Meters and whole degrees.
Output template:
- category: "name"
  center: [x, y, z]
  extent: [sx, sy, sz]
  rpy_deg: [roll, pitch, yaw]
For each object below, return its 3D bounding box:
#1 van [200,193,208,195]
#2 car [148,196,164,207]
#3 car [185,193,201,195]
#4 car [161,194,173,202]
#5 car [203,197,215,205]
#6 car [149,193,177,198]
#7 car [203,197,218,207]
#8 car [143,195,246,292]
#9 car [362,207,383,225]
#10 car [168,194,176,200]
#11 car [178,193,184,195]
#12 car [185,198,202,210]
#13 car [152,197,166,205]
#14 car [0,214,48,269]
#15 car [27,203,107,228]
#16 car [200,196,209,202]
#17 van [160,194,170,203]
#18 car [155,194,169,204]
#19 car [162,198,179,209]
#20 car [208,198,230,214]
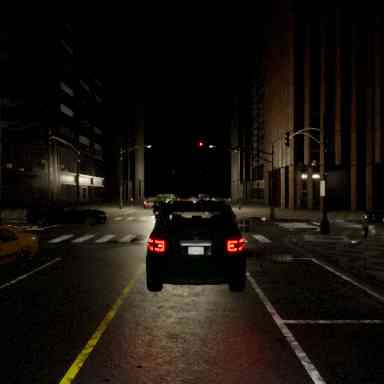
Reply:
- category: "van"
  center: [2.907, 1.363, 69.232]
  extent: [1.690, 1.788, 3.998]
  rpy_deg: [0, 0, 0]
- category: "car"
  center: [-5.653, 1.452, 52.405]
  extent: [1.967, 1.590, 4.097]
  rpy_deg: [0, 0, 0]
- category: "car"
  center: [0.163, 1.514, 68.326]
  extent: [2.128, 1.511, 4.902]
  rpy_deg: [0, 0, 1]
- category: "car"
  center: [-5.606, 1.341, 74.843]
  extent: [2.192, 1.841, 5.009]
  rpy_deg: [0, 0, 0]
- category: "car"
  center: [2.884, 1.580, 58.014]
  extent: [1.947, 1.339, 4.313]
  rpy_deg: [0, 0, 0]
- category: "car"
  center: [-2.996, 1.228, 36.619]
  extent: [2.150, 2.045, 5.566]
  rpy_deg: [0, 0, 0]
- category: "car"
  center: [2.872, 1.562, 52.405]
  extent: [2.008, 1.369, 4.403]
  rpy_deg: [0, 0, 0]
- category: "car"
  center: [0.098, 1.222, 9.086]
  extent: [2.150, 2.045, 5.566]
  rpy_deg: [0, 0, 0]
- category: "car"
  center: [14.853, 1.568, 23.832]
  extent: [4.892, 1.490, 1.837]
  rpy_deg: [0, 0, 0]
- category: "car"
  center: [-5.572, 1.483, 91.671]
  extent: [1.967, 1.590, 4.097]
  rpy_deg: [0, 0, 0]
- category: "car"
  center: [-2.913, 1.366, 56.369]
  extent: [2.097, 1.767, 4.553]
  rpy_deg: [0, 0, 1]
- category: "car"
  center: [0.194, 1.556, 44.173]
  extent: [2.033, 1.411, 5.357]
  rpy_deg: [0, 0, 0]
- category: "car"
  center: [-5.641, 1.565, 58.014]
  extent: [2.008, 1.369, 4.403]
  rpy_deg: [0, 0, 0]
- category: "car"
  center: [-5.743, 1.526, 8.632]
  extent: [1.752, 1.417, 4.829]
  rpy_deg: [0, 0, 0]
- category: "car"
  center: [-7.954, 1.471, 21.285]
  extent: [4.902, 1.511, 2.128]
  rpy_deg: [0, 0, -12]
- category: "car"
  center: [2.930, 1.597, 80.450]
  extent: [1.947, 1.339, 4.313]
  rpy_deg: [0, 0, 0]
- category: "van"
  center: [-5.618, 1.363, 69.232]
  extent: [1.690, 1.788, 3.998]
  rpy_deg: [0, 0, 0]
- category: "car"
  center: [-5.629, 1.333, 63.624]
  extent: [2.192, 1.841, 5.009]
  rpy_deg: [0, 0, 0]
- category: "car"
  center: [-2.935, 1.573, 46.491]
  extent: [1.994, 1.385, 4.181]
  rpy_deg: [0, 0, 1]
- category: "car"
  center: [2.838, 1.446, 35.579]
  extent: [1.967, 1.590, 4.097]
  rpy_deg: [0, 0, 0]
